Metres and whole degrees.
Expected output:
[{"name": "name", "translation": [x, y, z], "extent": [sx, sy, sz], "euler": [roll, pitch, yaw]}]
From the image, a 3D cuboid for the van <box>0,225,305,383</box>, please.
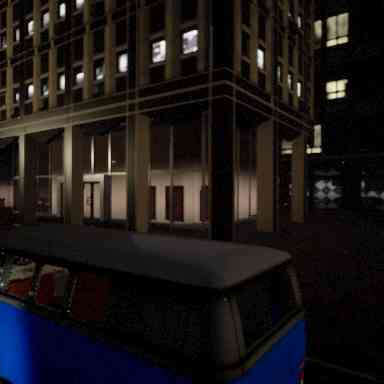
[{"name": "van", "translation": [-0.879, 1.325, 3.502], "extent": [3.998, 1.788, 1.690], "euler": [0, 0, 35]}]
